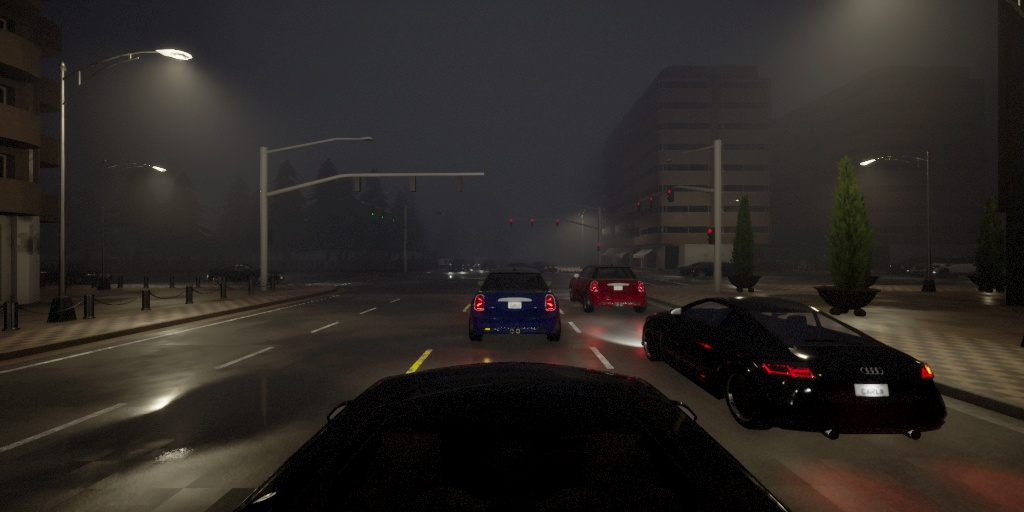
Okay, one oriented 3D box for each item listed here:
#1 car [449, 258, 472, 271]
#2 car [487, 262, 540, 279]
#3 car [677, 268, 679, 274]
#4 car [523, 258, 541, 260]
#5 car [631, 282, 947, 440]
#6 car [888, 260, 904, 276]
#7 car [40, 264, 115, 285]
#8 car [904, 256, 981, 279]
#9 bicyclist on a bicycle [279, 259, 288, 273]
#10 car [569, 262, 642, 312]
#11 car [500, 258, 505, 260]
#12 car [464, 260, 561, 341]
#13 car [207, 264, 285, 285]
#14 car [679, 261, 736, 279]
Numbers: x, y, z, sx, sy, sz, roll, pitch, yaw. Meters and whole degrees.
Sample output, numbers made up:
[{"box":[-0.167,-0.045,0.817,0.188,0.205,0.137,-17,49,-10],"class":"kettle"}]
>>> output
[{"box":[-6.936,1.102,47.459,2.097,1.767,4.553,0,0,2],"class":"car"},{"box":[0.130,1.299,33.040,4.674,1.442,1.812,0,0,0],"class":"car"},{"box":[19.492,1.310,36.627,4.892,1.490,1.837,0,0,0],"class":"car"},{"box":[3.472,1.303,42.036,2.033,1.411,5.357,-1,0,-20],"class":"car"},{"box":[3.604,1.314,5.602,1.994,1.385,4.181,0,0,0],"class":"car"},{"box":[42.042,1.026,36.709,5.566,2.045,2.150,0,0,0],"class":"car"},{"box":[-31.516,1.297,25.699,4.902,1.511,2.128,0,0,0],"class":"car"},{"box":[40.512,1.026,33.208,5.566,2.045,2.150,0,0,0],"class":"car"},{"box":[-25.635,1.106,40.208,0.582,1.620,1.656,0,0,0],"class":"bicyclist on a bicycle"},{"box":[3.598,1.102,14.242,2.097,1.767,4.553,0,0,0],"class":"car"},{"box":[-2.070,1.241,62.040,2.128,1.511,4.902,0,0,15],"class":"car"},{"box":[0.078,1.102,10.012,2.097,1.767,4.553,0,0,0],"class":"car"},{"box":[-19.010,1.297,25.754,4.902,1.511,2.128,0,0,0],"class":"car"},{"box":[18.588,1.283,33.123,5.008,1.535,1.882,0,0,0],"class":"car"}]
